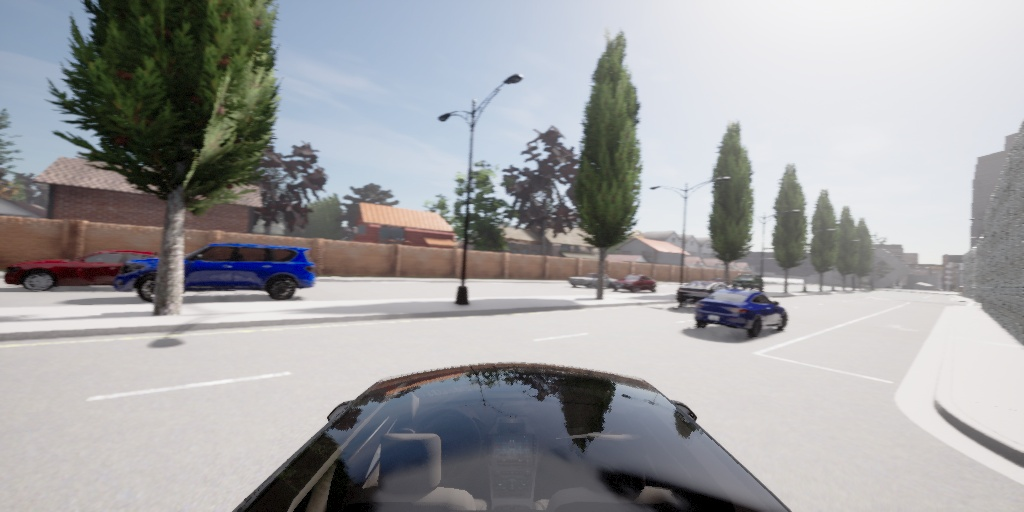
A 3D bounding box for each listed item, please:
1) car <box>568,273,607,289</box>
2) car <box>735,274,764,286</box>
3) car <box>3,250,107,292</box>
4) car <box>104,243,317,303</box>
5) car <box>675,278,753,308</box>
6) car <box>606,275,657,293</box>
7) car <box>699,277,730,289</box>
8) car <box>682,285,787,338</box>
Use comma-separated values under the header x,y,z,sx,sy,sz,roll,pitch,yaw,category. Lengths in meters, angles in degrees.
x,y,z,sx,sy,sz,roll,pitch,yaw,category
7.110,2.167,31.445,4.718,1.301,1.895,4,-1,-39,car
29.573,3.290,44.910,5.566,2.045,2.150,4,-1,-39,car
-15.009,0.497,13.623,5.008,1.535,1.882,4,-1,-39,car
-10.215,0.518,12.983,5.566,2.045,2.150,4,-1,-39,car
10.691,2.116,19.307,4.902,1.511,2.128,4,-1,-39,car
10.127,2.245,29.362,4.674,1.442,1.812,4,-1,-39,car
26.656,3.532,47.076,4.718,1.301,1.895,4,-1,-38,car
8.197,1.919,12.806,4.674,1.442,1.812,4,-1,-39,car
